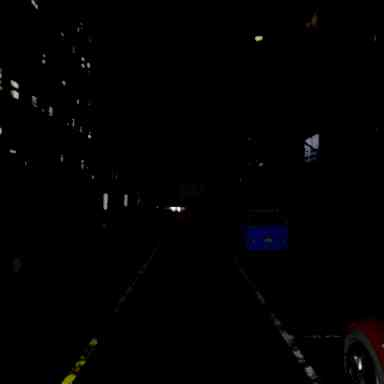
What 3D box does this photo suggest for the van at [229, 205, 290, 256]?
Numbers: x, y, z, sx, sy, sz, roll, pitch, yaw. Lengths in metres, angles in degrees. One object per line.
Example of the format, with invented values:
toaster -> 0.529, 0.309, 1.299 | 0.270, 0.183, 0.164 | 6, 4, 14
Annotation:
van -> 2.699, 1.481, 13.535 | 1.690, 1.788, 3.998 | 0, -1, 0

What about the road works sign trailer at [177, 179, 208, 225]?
road works sign trailer -> 0.013, 0.737, 26.587 | 2.380, 3.560, 2.880 | 0, -1, 0

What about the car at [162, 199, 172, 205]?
car -> -5.655, 2.338, 75.539 | 1.802, 1.307, 4.206 | 0, -1, 0

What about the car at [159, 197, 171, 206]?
car -> -5.656, 2.016, 69.905 | 2.192, 1.841, 5.009 | 0, -1, 0

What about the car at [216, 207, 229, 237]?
car -> 2.701, 1.764, 19.169 | 1.947, 1.339, 4.313 | 0, -1, 0

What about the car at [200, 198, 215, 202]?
car -> 2.715, 1.795, 47.352 | 2.192, 1.841, 5.009 | 0, -1, 0

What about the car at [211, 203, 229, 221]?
car -> 2.704, 1.800, 24.806 | 1.887, 1.381, 4.507 | 0, -1, 0

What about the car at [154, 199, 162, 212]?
car -> -5.667, 2.004, 47.187 | 1.752, 1.417, 4.829 | 0, -1, 0

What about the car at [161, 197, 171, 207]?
car -> -5.659, 2.086, 64.268 | 1.967, 1.590, 4.097 | 0, -1, 0

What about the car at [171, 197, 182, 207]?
car -> -2.997, 2.146, 64.600 | 2.128, 1.511, 4.902 | 0, -1, 1

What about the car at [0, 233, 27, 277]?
car -> -5.685, 1.628, 7.904 | 1.887, 1.381, 4.507 | 0, -1, 0

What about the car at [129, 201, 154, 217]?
car -> -5.672, 1.935, 36.084 | 1.947, 1.339, 4.313 | 0, -1, 0

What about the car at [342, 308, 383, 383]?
car -> 2.694, 1.465, 2.262 | 1.967, 1.590, 4.097 | 0, -1, 0

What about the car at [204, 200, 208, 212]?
car -> 2.709, 1.919, 36.077 | 2.008, 1.369, 4.403 | 0, -1, 0

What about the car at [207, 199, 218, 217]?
car -> 2.706, 1.752, 30.443 | 1.967, 1.590, 4.097 | 0, -1, 0
